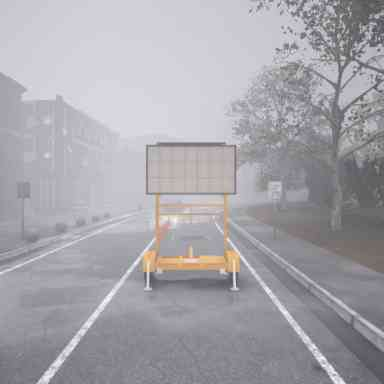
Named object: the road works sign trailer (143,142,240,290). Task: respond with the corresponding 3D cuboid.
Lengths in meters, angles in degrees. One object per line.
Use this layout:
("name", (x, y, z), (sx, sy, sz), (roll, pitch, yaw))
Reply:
("road works sign trailer", (-0.022, 0.467, 9.028), (2.380, 3.560, 2.880), (0, 0, 0))

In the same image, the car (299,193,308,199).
("car", (27.651, 0.813, 79.047), (4.902, 1.511, 2.128), (-2, 0, -29))

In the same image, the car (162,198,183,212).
("car", (-2.250, 1.504, 39.647), (2.128, 1.511, 4.902), (0, 0, 7))
